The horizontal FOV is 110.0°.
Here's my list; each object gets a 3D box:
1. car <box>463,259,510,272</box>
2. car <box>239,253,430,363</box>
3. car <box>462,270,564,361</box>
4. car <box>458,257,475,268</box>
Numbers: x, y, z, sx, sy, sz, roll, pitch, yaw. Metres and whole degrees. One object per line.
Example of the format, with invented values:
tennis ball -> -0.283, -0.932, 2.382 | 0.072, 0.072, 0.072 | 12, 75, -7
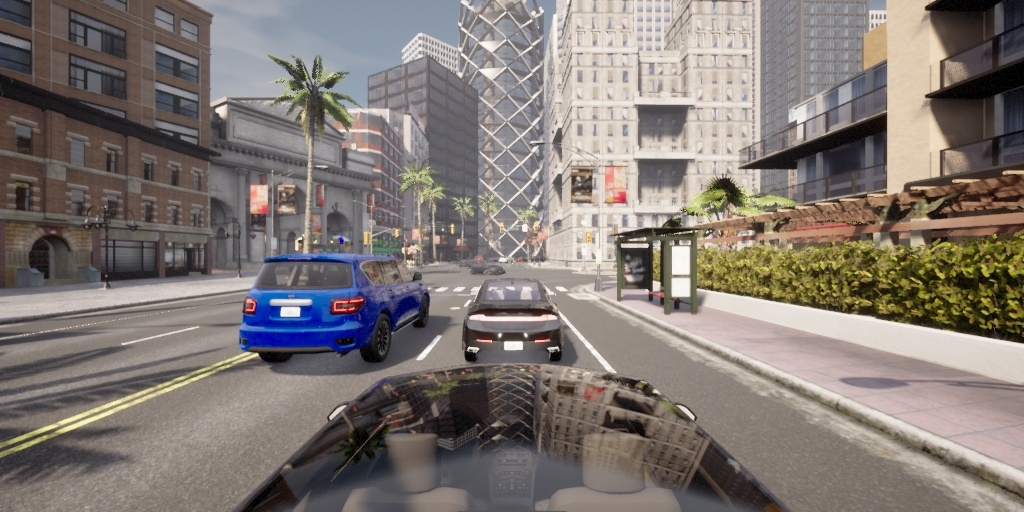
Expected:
car -> -2.663, 1.307, 36.859 | 4.181, 1.385, 1.994 | 0, 0, 44
car -> -3.489, 0.970, 8.313 | 2.150, 2.045, 5.566 | 0, 0, 0
car -> 0.013, 1.240, 8.227 | 2.128, 1.511, 4.902 | 0, 0, 0
car -> -7.687, 1.244, 59.236 | 1.837, 1.490, 4.892 | 0, 0, 0
